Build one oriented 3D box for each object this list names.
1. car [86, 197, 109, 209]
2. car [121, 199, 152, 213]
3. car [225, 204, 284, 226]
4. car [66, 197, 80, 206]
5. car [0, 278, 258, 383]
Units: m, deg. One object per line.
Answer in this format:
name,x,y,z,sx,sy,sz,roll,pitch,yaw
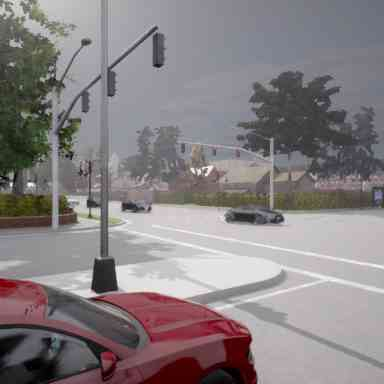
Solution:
car,-13.211,1.490,46.318,2.128,1.511,4.902,0,0,-36
car,-6.178,1.492,36.616,2.128,1.511,4.902,0,0,-36
car,4.327,1.563,23.391,1.994,1.385,4.181,0,0,-44
car,-20.599,1.525,56.550,1.812,1.442,4.674,0,0,-36
car,-1.653,1.478,2.590,5.008,1.535,1.882,0,0,-35
